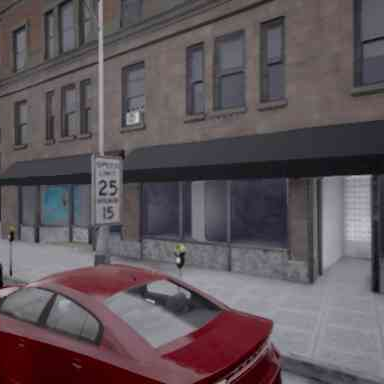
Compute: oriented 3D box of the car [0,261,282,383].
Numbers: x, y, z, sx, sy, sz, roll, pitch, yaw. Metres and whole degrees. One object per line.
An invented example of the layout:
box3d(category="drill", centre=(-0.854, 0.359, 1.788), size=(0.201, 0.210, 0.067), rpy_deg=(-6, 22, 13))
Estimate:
box3d(category="car", centre=(-1.249, 1.575, 3.969), size=(4.507, 1.381, 1.887), rpy_deg=(-1, 0, 35))
